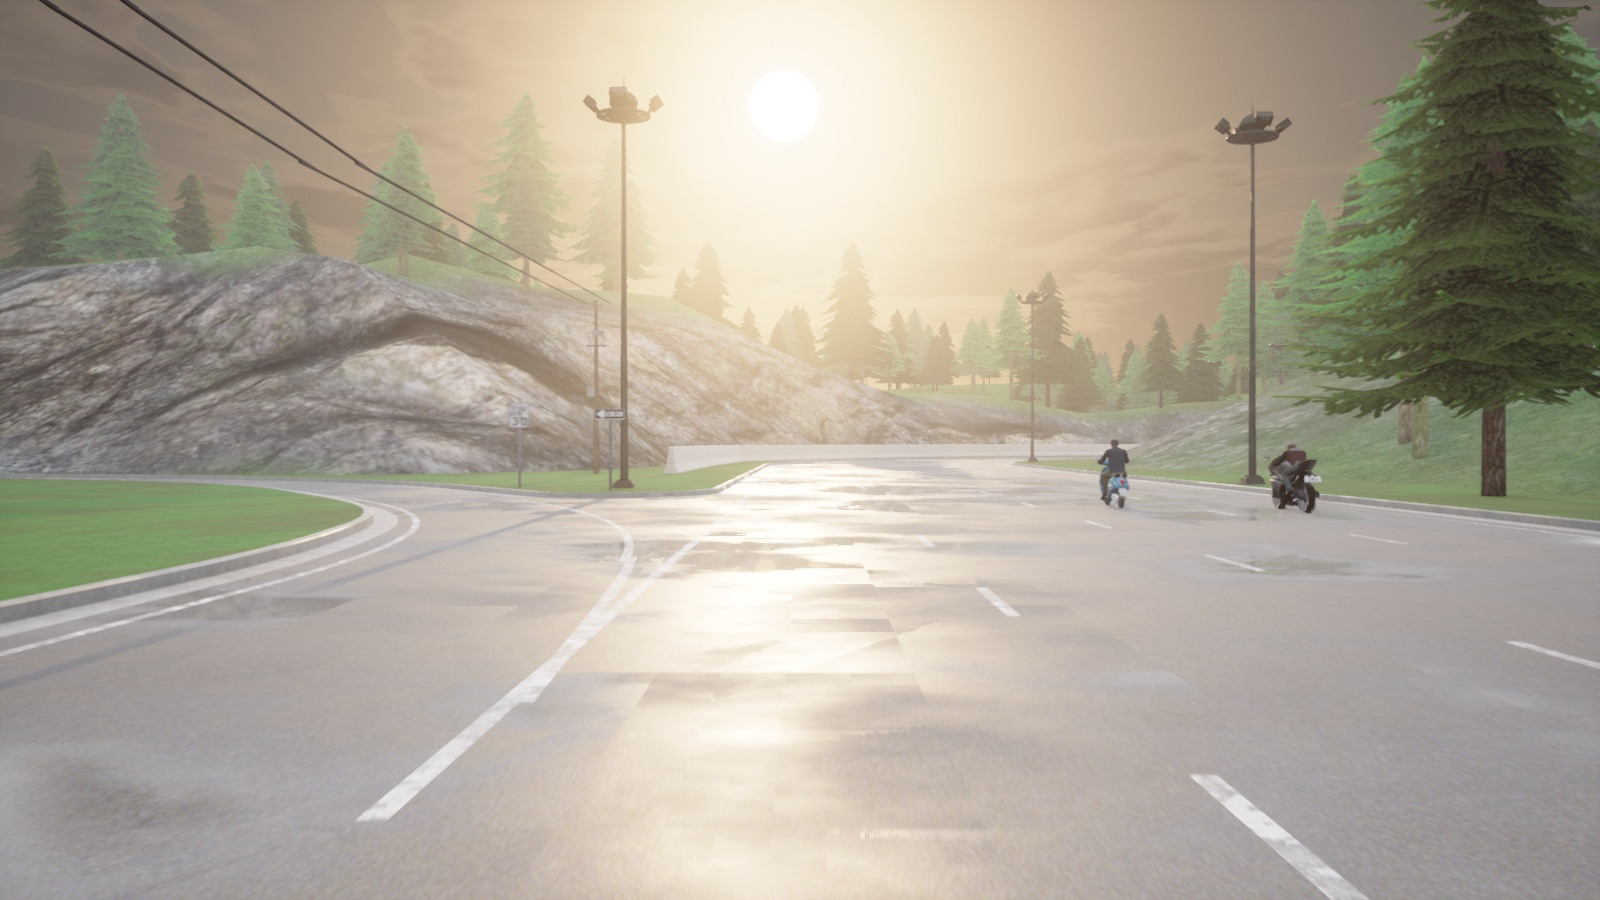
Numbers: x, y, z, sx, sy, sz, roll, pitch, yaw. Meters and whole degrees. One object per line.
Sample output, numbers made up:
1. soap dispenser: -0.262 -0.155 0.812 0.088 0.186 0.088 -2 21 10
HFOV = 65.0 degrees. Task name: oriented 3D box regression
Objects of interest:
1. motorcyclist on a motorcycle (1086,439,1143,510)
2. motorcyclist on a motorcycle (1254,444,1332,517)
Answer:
1. motorcyclist on a motorcycle: 7.230 0.545 28.964 0.866 1.590 1.817 0 0 0
2. motorcyclist on a motorcycle: 10.718 0.639 27.385 0.866 1.530 2.191 0 0 0
